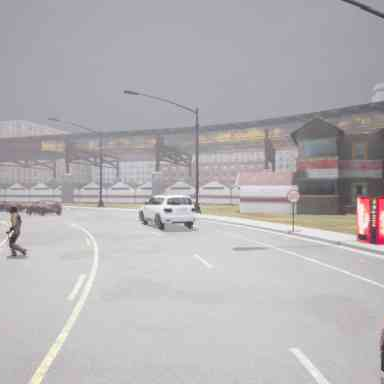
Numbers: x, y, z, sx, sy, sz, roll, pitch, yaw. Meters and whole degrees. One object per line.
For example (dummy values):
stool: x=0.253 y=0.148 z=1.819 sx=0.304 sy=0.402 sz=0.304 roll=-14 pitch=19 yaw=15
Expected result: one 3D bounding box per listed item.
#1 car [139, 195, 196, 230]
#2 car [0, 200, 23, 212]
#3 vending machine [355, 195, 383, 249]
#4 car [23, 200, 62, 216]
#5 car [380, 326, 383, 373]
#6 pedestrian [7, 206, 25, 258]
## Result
car: x=-1.698 y=1.221 z=21.513 sx=2.150 sy=2.045 sz=5.566 roll=0 pitch=0 yaw=-25
car: x=-21.469 y=1.601 z=38.451 sx=4.718 sy=1.301 sz=1.895 roll=0 pitch=0 yaw=26
vending machine: x=7.509 y=1.195 z=13.697 sx=1.100 sy=2.100 sz=0.880 roll=0 pitch=0 yaw=-15
car: x=-14.501 y=1.526 z=32.705 sx=4.674 sy=1.442 sz=1.812 roll=0 pitch=0 yaw=42
car: x=3.268 y=1.352 z=1.977 sx=2.097 sy=1.767 sz=4.553 roll=0 pitch=0 yaw=-2
pedestrian: x=-6.007 y=1.294 z=11.290 sx=0.375 sy=1.860 sz=0.375 roll=0 pitch=0 yaw=-16
